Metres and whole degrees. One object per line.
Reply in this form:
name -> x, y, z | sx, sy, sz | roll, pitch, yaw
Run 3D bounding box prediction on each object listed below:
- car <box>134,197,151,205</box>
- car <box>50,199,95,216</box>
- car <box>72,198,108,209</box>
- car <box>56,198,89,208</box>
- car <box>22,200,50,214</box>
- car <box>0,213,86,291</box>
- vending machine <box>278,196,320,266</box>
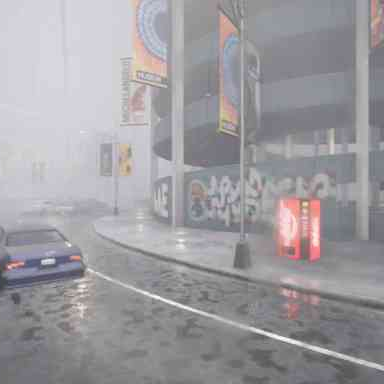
car -> -8.208, 1.599, 58.910 | 1.895, 1.301, 4.718 | 0, 0, 31
car -> -11.454, 1.600, 32.251 | 1.895, 1.301, 4.718 | 0, 0, 3
car -> -12.882, 1.546, 42.355 | 2.033, 1.411, 5.357 | 0, 0, 20
car -> -17.654, 1.599, 49.367 | 1.895, 1.301, 4.718 | 0, 0, 26
car -> -14.755, 1.525, 32.528 | 1.812, 1.442, 4.674 | 0, 0, 3
car -> -4.633, 1.547, 9.139 | 2.033, 1.411, 5.357 | 0, 0, -38
vending machine -> 3.488, 1.195, 10.814 | 0.880, 2.100, 1.100 | 0, 0, 45
